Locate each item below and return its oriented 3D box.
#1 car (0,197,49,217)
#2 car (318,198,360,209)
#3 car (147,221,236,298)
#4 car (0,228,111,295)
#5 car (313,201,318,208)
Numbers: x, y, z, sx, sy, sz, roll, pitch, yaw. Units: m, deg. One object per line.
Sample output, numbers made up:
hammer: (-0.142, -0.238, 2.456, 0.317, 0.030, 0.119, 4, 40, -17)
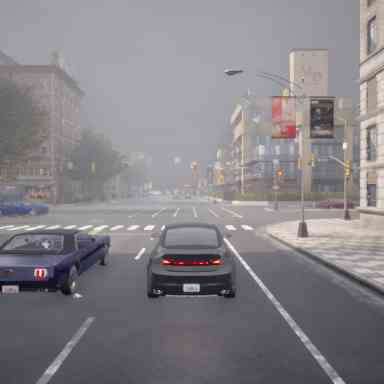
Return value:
car: (-15.946, 1.477, 30.894, 5.008, 1.535, 1.882, 0, 0, 0)
car: (19.325, 1.601, 42.839, 4.718, 1.301, 1.895, 0, 0, 0)
car: (-0.019, 1.505, 8.497, 1.837, 1.490, 4.892, 0, 0, 0)
car: (-3.518, 1.601, 8.675, 1.895, 1.301, 4.718, 0, 0, 0)
car: (19.282, 1.526, 46.338, 4.674, 1.442, 1.812, 0, 0, 0)
